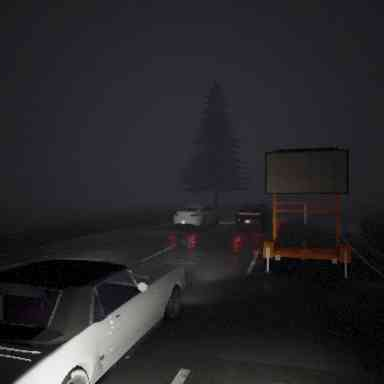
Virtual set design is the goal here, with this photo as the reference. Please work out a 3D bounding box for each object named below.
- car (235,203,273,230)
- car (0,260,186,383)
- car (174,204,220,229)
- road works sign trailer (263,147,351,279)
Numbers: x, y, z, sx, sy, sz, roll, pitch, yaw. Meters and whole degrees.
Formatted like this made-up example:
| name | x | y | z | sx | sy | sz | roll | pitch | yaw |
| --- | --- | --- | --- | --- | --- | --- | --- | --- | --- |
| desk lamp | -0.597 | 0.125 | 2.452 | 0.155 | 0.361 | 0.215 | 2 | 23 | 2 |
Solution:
| name | x | y | z | sx | sy | sz | roll | pitch | yaw |
| --- | --- | --- | --- | --- | --- | --- | --- | --- | --- |
| car | 4.167 | 1.490 | 21.535 | 2.128 | 1.511 | 4.902 | 0 | 0 | 22 |
| car | -1.573 | 1.600 | 4.546 | 1.895 | 1.301 | 4.718 | 0 | 0 | 16 |
| car | 0.378 | 1.524 | 21.508 | 1.812 | 1.442 | 4.674 | 0 | 0 | 22 |
| road works sign trailer | 3.510 | 0.463 | 10.297 | 2.380 | 3.560 | 2.880 | 0 | 0 | 19 |
